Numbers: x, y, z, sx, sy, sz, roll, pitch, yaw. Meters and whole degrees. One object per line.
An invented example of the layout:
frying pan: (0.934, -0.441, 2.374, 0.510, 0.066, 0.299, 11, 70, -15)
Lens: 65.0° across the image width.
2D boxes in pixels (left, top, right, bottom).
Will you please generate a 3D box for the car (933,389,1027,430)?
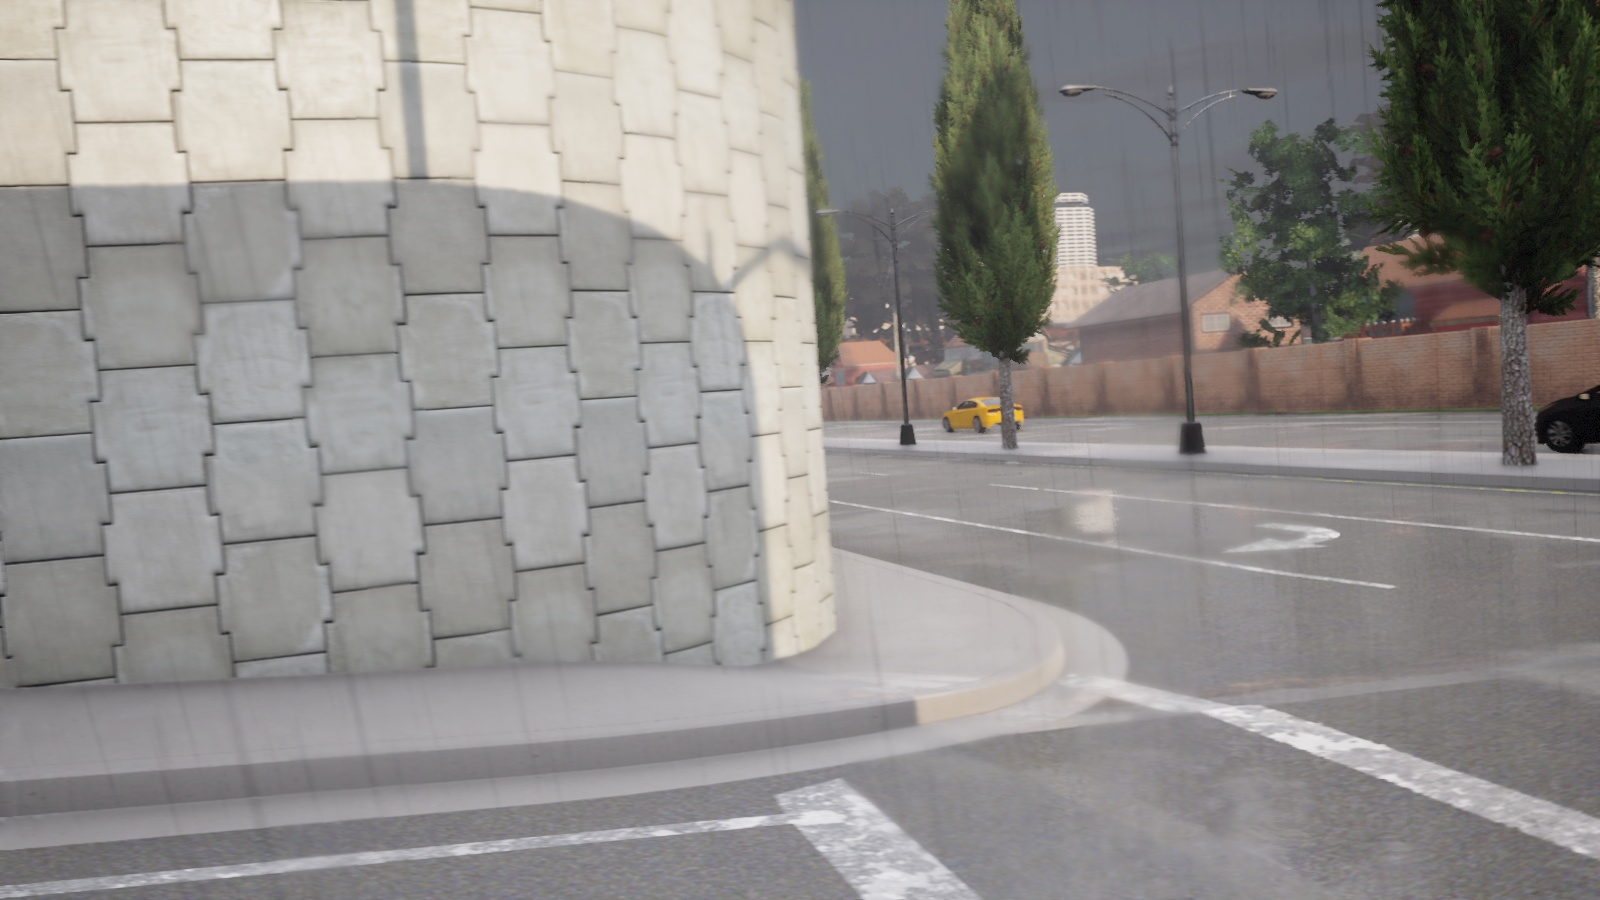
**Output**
car: (7.775, -1.740, 54.895, 1.882, 1.535, 5.008, -6, 3, -19)

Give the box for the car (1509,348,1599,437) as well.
car: (15.196, -1.092, 22.054, 2.007, 1.525, 4.514, -6, 3, -19)
